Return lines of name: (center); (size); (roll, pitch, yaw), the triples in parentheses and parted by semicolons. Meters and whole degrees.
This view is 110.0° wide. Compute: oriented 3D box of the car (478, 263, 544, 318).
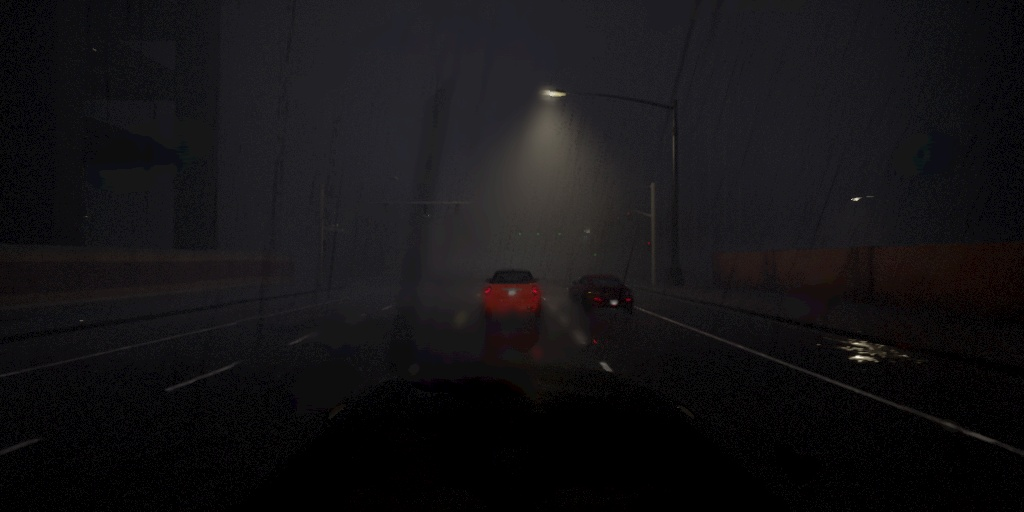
car: (0.042, 1.270, 14.002); (2.097, 1.767, 4.553); (0, -1, 0)

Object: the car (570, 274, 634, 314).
car: (3.546, 1.454, 14.705); (1.812, 1.442, 4.674); (0, -1, 0)
